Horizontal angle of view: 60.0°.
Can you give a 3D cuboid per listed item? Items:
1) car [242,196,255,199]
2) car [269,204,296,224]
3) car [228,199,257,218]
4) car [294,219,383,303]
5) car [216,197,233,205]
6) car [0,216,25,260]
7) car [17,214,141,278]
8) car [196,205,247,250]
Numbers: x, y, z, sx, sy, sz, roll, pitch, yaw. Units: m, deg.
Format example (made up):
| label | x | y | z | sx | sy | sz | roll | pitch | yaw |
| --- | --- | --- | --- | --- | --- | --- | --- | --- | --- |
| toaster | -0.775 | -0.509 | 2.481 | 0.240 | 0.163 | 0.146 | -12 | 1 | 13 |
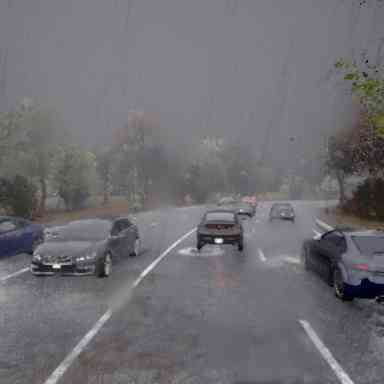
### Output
| label | x | y | z | sx | sy | sz | roll | pitch | yaw |
| --- | --- | --- | --- | --- | --- | --- | --- | --- | --- |
| car | 8.360 | 1.441 | 50.412 | 2.097 | 1.767 | 4.553 | 0 | 0 | 26 |
| car | 6.893 | 1.608 | 25.462 | 2.033 | 1.411 | 5.357 | 0 | 0 | 14 |
| car | 4.940 | 1.621 | 31.380 | 1.994 | 1.385 | 4.181 | 0 | 0 | 16 |
| car | 4.120 | 1.589 | 8.296 | 1.994 | 1.385 | 4.181 | 0 | 0 | 5 |
| car | 5.360 | 1.576 | 52.212 | 1.837 | 1.490 | 4.892 | 0 | 0 | 26 |
| car | -6.433 | 1.513 | 10.438 | 1.812 | 1.442 | 4.674 | 0 | 0 | 6 |
| car | -2.938 | 1.506 | 10.235 | 1.837 | 1.490 | 4.892 | 0 | 0 | 6 |
| car | 1.301 | 1.527 | 14.535 | 1.837 | 1.490 | 4.892 | 0 | 0 | 8 |
